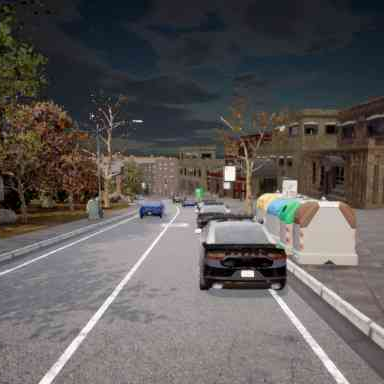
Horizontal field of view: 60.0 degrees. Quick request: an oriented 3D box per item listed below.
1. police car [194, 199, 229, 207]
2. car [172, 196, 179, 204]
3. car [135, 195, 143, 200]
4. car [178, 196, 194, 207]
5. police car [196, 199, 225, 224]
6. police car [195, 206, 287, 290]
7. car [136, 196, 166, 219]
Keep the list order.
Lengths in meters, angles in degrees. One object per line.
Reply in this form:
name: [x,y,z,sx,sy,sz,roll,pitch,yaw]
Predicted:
police car: [1.220,1.388,19.206,1.930,1.638,5.238,0,0,1]
car: [-2.485,1.469,61.312,1.895,1.301,4.718,-1,0,-12]
car: [-13.475,1.539,85.679,2.128,1.511,4.902,-2,0,-22]
car: [-0.440,1.457,47.690,1.994,1.385,4.181,-1,0,-6]
police car: [1.277,1.377,25.235,1.930,1.638,5.238,0,0,1]
police car: [1.124,1.408,9.157,1.930,1.638,5.238,0,0,1]
car: [-3.381,1.422,29.023,1.882,1.535,5.008,0,0,0]
